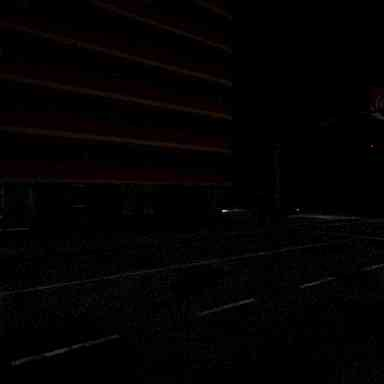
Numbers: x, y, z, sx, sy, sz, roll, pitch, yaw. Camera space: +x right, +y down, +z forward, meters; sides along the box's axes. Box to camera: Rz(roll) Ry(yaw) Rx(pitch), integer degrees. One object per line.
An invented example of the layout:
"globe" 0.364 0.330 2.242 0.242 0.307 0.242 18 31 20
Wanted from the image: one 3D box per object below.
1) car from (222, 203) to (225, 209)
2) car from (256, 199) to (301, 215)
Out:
"car" 2.396 1.564 43.336 1.994 1.385 4.181 0 0 -36
"car" 8.884 1.493 34.383 2.128 1.511 4.902 0 0 -36
